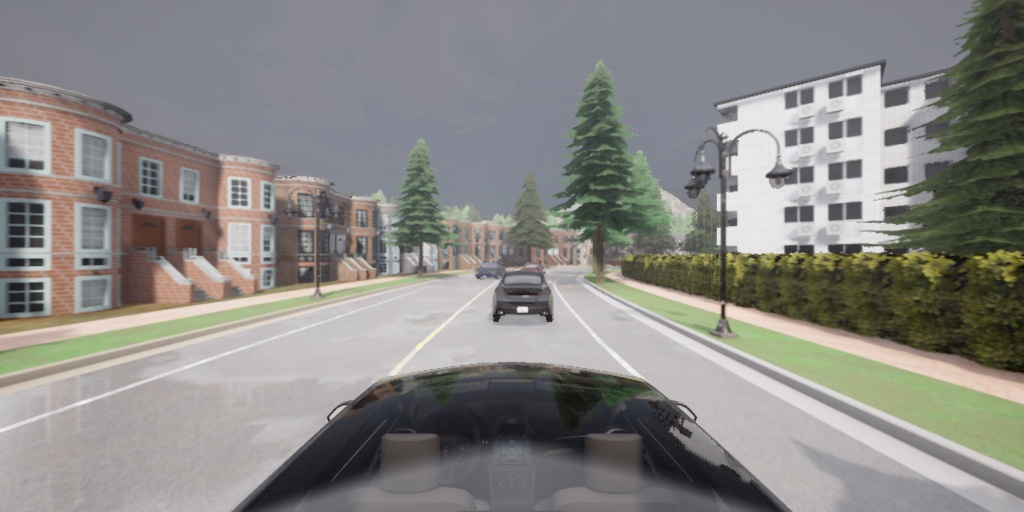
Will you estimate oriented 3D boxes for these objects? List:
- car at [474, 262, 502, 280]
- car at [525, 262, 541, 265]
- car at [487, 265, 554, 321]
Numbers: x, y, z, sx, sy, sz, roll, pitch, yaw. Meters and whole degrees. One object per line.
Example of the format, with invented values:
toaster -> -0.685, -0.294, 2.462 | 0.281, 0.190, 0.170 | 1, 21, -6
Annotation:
car -> -1.767, 1.256, 31.259 | 2.033, 1.411, 5.357 | 0, 0, 9
car -> 1.727, 1.241, 29.307 | 1.812, 1.442, 4.674 | 0, 0, 8
car -> 0.386, 1.241, 12.395 | 1.837, 1.490, 4.892 | 0, 0, 2
